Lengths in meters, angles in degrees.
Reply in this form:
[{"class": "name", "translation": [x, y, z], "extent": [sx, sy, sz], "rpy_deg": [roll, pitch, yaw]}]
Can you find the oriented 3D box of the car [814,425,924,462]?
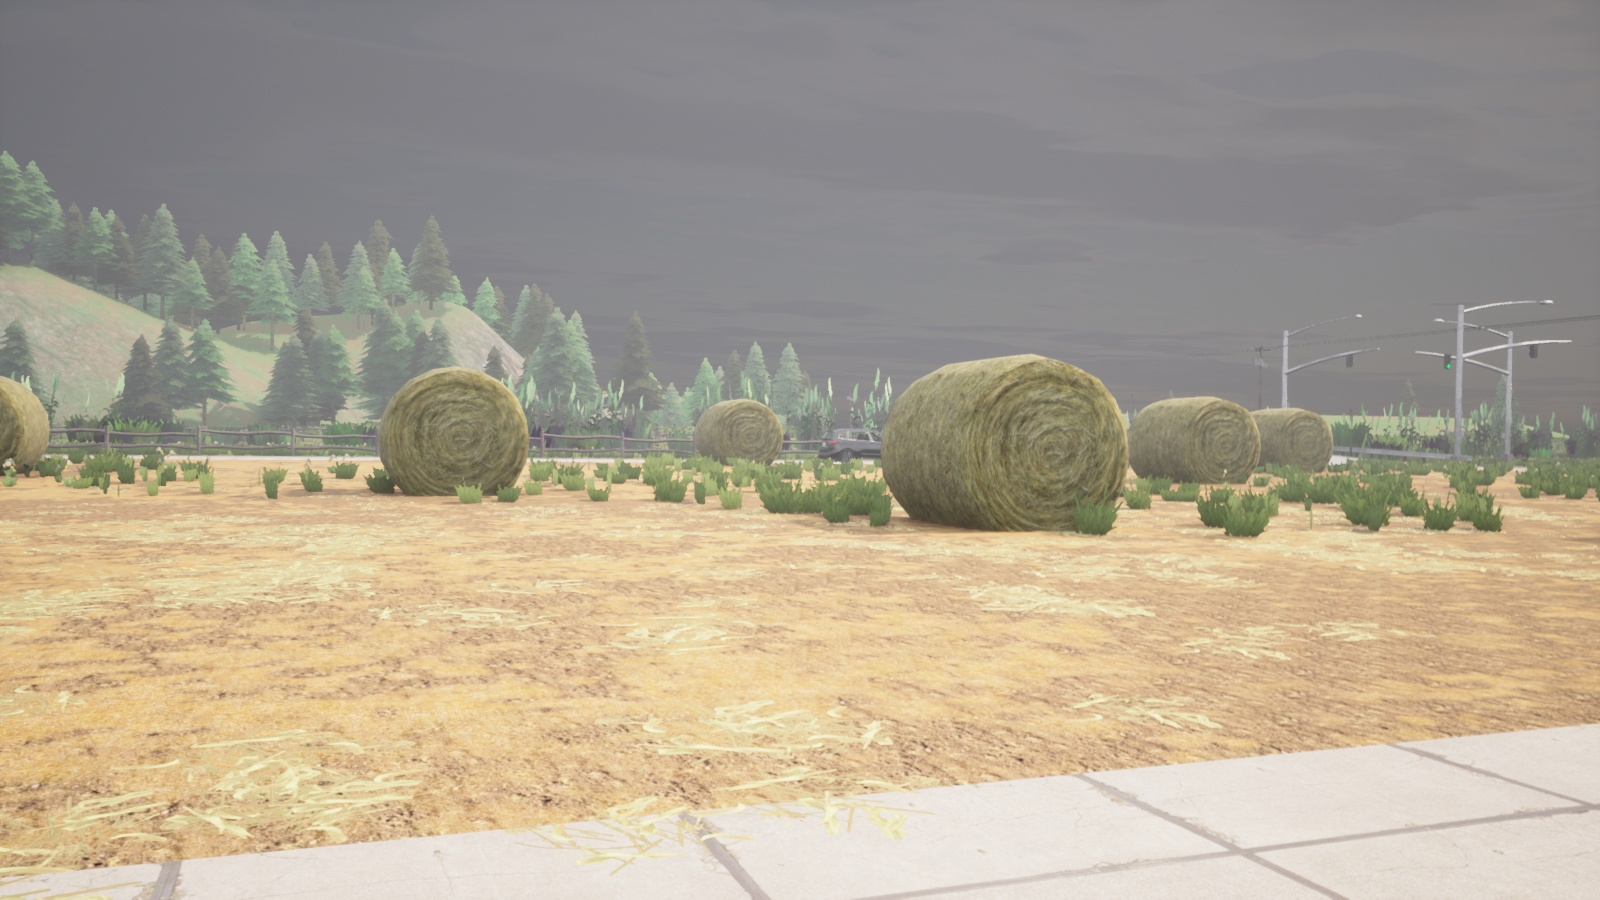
[{"class": "car", "translation": [3.201, -0.314, 58.617], "extent": [4.611, 1.667, 2.242], "rpy_deg": [0, 1, -17]}]
